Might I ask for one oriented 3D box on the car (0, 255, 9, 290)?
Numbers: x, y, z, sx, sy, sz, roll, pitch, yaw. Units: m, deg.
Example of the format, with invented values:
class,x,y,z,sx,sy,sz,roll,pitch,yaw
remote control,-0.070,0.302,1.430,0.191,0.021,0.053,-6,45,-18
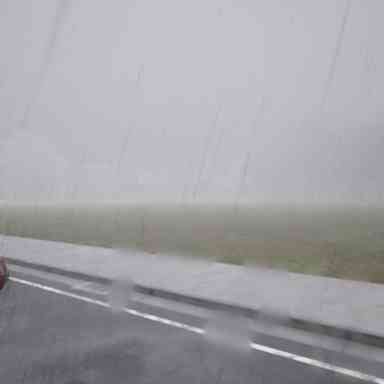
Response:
class,x,y,z,sx,sy,sz,roll,pitch,yaw
car,-6.286,1.676,8.046,4.181,1.385,1.994,-1,0,35
